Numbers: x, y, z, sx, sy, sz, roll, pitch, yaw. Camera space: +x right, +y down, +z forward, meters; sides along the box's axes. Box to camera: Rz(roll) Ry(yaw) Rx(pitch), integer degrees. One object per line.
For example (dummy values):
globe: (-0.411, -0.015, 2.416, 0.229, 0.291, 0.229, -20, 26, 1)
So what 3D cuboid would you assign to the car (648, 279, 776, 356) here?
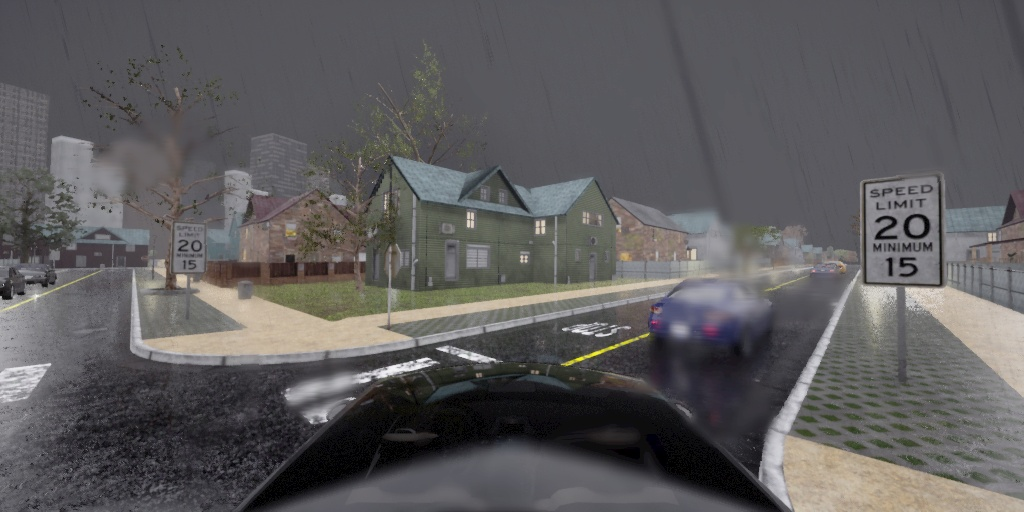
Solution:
car: (4.905, 1.273, 8.637, 1.812, 1.442, 4.674, -1, 0, 45)

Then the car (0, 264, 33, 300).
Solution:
car: (-24.616, 1.239, 16.815, 4.892, 1.490, 1.837, 0, -2, 43)

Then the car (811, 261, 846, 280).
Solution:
car: (27.675, 1.304, 31.559, 5.357, 1.411, 2.033, 0, 0, -45)

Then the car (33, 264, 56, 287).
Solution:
car: (-31.946, 1.259, 23.773, 4.902, 1.511, 2.128, 0, -2, 43)
